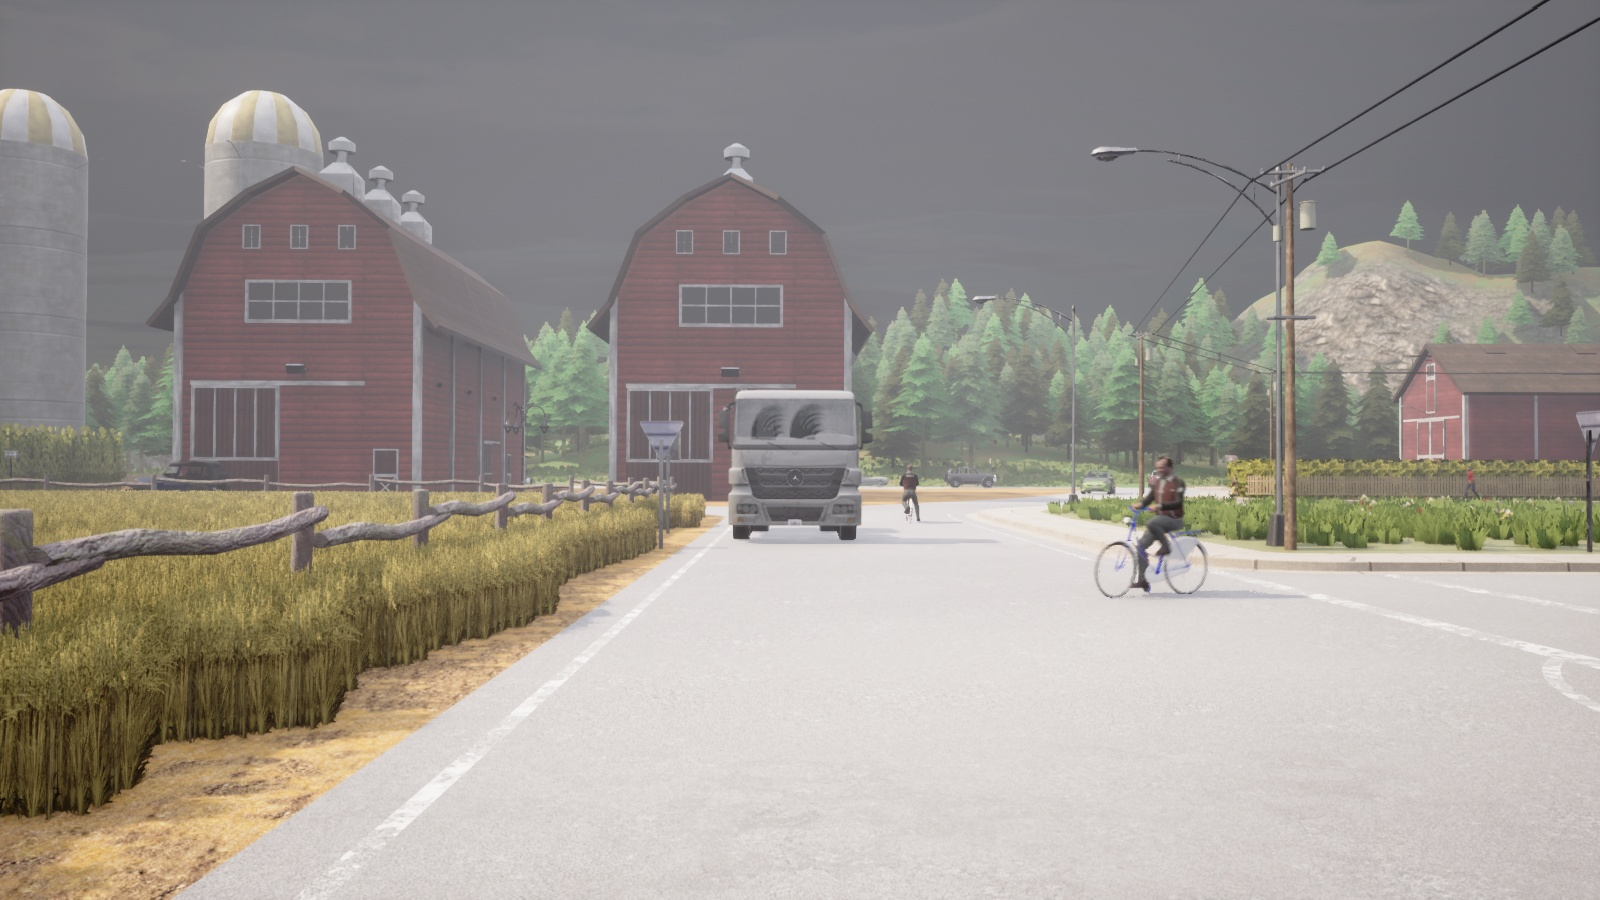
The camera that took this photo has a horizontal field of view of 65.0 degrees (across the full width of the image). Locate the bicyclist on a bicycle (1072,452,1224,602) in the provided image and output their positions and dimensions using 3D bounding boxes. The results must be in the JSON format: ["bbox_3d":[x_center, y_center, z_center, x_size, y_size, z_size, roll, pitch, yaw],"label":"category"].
[{"bbox_3d":[4.350,0.928,15.682,1.843,1.776,0.659,0,0,-26],"label":"bicyclist on a bicycle"}]

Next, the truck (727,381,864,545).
[{"bbox_3d":[-0.121,0.341,30.561,2.891,3.462,7.936,0,-1,0],"label":"truck"}]

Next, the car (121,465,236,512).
[{"bbox_3d":[-25.883,1.584,52.375,3.866,1.878,1.905,0,-1,-3],"label":"car"}]

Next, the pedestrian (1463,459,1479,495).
[{"bbox_3d":[34.703,1.411,64.988,0.636,1.846,0.331,0,-1,-3],"label":"pedestrian"}]

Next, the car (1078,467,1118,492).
[{"bbox_3d":[19.118,1.873,80.411,2.007,1.525,4.514,-1,-1,19],"label":"car"}]
